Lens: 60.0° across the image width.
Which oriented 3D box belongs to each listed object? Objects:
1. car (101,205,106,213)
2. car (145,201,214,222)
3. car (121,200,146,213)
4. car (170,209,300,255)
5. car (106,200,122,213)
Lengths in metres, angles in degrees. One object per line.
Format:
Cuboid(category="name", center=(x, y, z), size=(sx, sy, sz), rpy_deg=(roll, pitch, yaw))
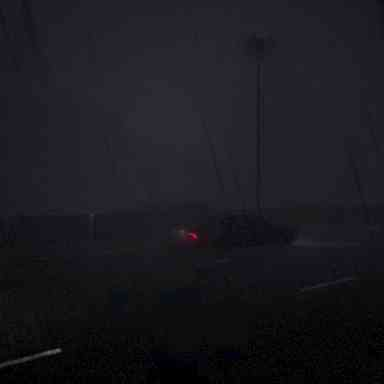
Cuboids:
Cuboid(category="car", center=(-6.777, 1.499, 32.661), size=(4.181, 1.385, 1.994), rpy_deg=(0, 0, -30))
Cuboid(category="car", center=(-0.585, 1.465, 24.120), size=(4.892, 1.490, 1.837), rpy_deg=(1, 0, -30))
Cuboid(category="car", center=(-3.139, 1.514, 26.683), size=(4.181, 1.385, 1.994), rpy_deg=(0, 0, -30))
Cuboid(category="car", center=(1.819, 1.526, 13.163), size=(5.357, 1.411, 2.033), rpy_deg=(0, 0, -31))
Cuboid(category="car", center=(-4.535, 1.490, 29.922), size=(5.357, 1.411, 2.033), rpy_deg=(0, 0, -30))
